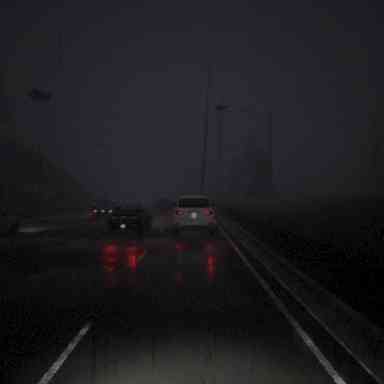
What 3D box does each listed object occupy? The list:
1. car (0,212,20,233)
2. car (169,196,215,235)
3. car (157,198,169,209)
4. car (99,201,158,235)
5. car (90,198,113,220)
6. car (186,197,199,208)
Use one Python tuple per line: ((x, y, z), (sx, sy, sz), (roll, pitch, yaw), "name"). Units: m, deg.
((-10.403, 1.515, 16.430), (1.812, 1.442, 4.674), (0, 0, 0), "car")
((0.097, 1.208, 18.977), (2.150, 2.045, 5.566), (0, 0, 0), "car")
((-3.406, 1.450, 41.340), (1.882, 1.535, 5.008), (0, 0, 0), "car")
((-3.400, 1.478, 18.802), (2.128, 1.511, 4.902), (0, 0, 0), "car")
((-6.901, 1.528, 28.245), (2.033, 1.411, 5.357), (0, 0, 0), "car")
((0.089, 1.492, 49.406), (1.812, 1.442, 4.674), (0, 0, 0), "car")
